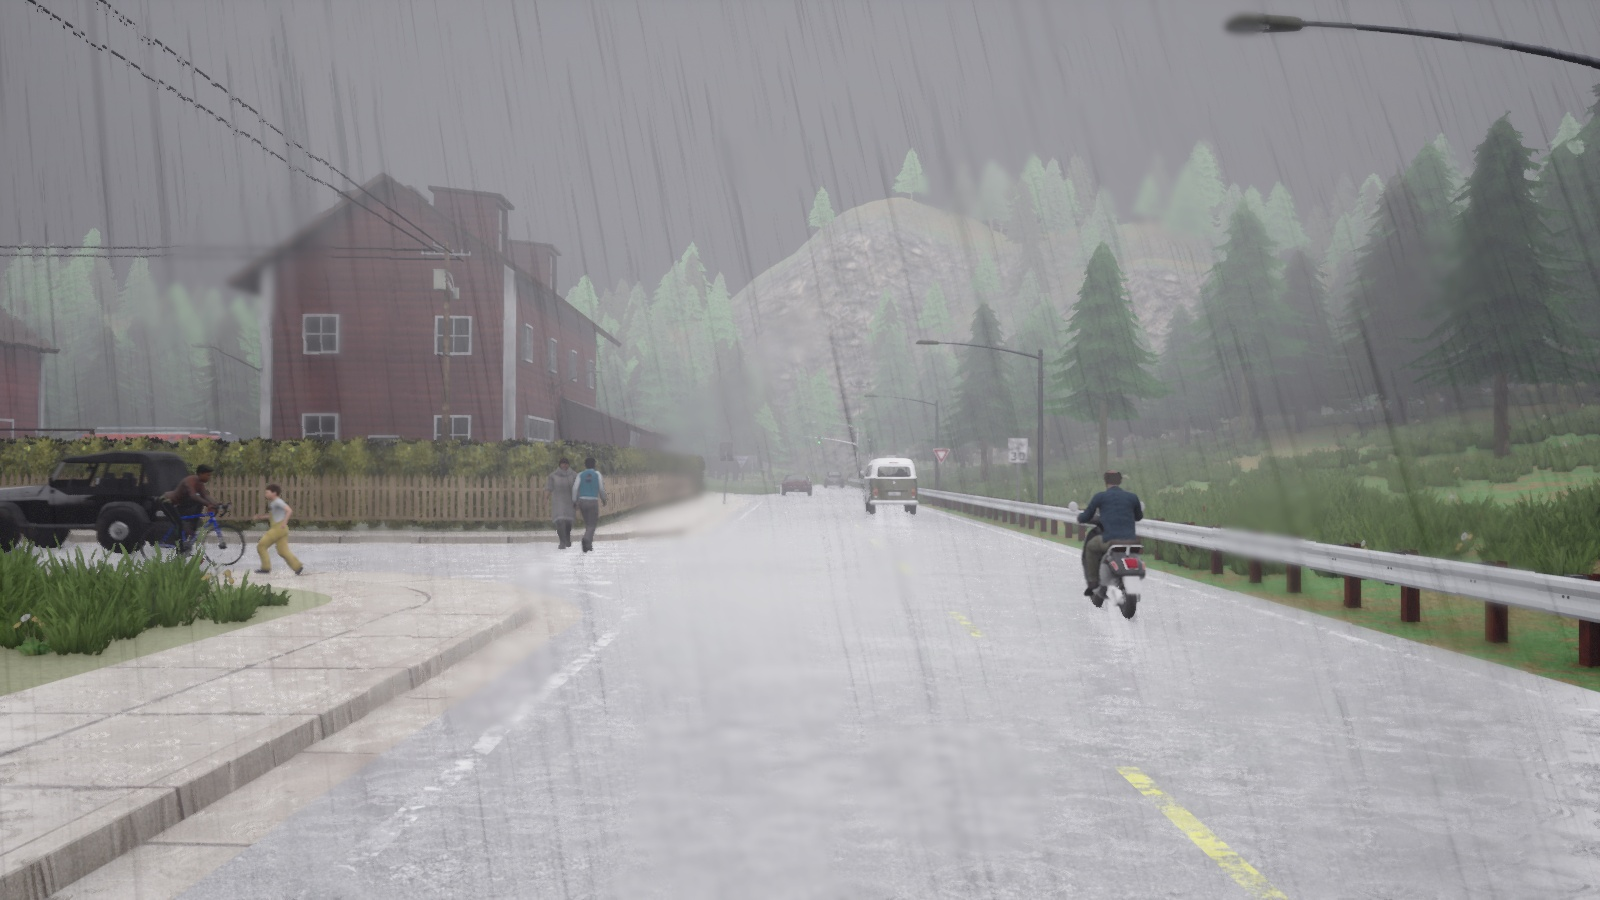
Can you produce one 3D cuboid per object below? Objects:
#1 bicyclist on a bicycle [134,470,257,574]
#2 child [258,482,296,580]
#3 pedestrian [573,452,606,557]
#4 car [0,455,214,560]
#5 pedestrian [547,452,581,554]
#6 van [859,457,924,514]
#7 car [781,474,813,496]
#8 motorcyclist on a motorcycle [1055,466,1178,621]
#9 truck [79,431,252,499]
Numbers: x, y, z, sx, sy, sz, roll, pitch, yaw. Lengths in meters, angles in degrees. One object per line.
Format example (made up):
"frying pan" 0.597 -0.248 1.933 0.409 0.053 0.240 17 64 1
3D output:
"bicyclist on a bicycle" -9.608 1.141 20.002 1.656 1.620 0.582 0 -1 -3
"child" -6.875 1.054 16.518 0.437 1.263 0.270 0 -1 -19
"pedestrian" -3.927 1.008 23.440 0.396 1.930 0.692 0 -1 10
"car" -13.388 1.059 23.583 3.866 1.878 1.905 0 -1 -1
"pedestrian" -4.633 1.031 24.639 0.659 1.952 0.873 0 -1 -11
"van" 3.382 1.314 47.143 2.069 2.038 4.480 0 -1 0
"car" -0.186 2.163 77.108 1.895 1.301 4.718 0 -2 0
"motorcyclist on a motorcycle" 3.458 0.988 13.908 0.866 1.590 1.817 0 -1 -1
"truck" -36.478 0.869 72.412 8.468 3.827 2.891 0 -1 0
